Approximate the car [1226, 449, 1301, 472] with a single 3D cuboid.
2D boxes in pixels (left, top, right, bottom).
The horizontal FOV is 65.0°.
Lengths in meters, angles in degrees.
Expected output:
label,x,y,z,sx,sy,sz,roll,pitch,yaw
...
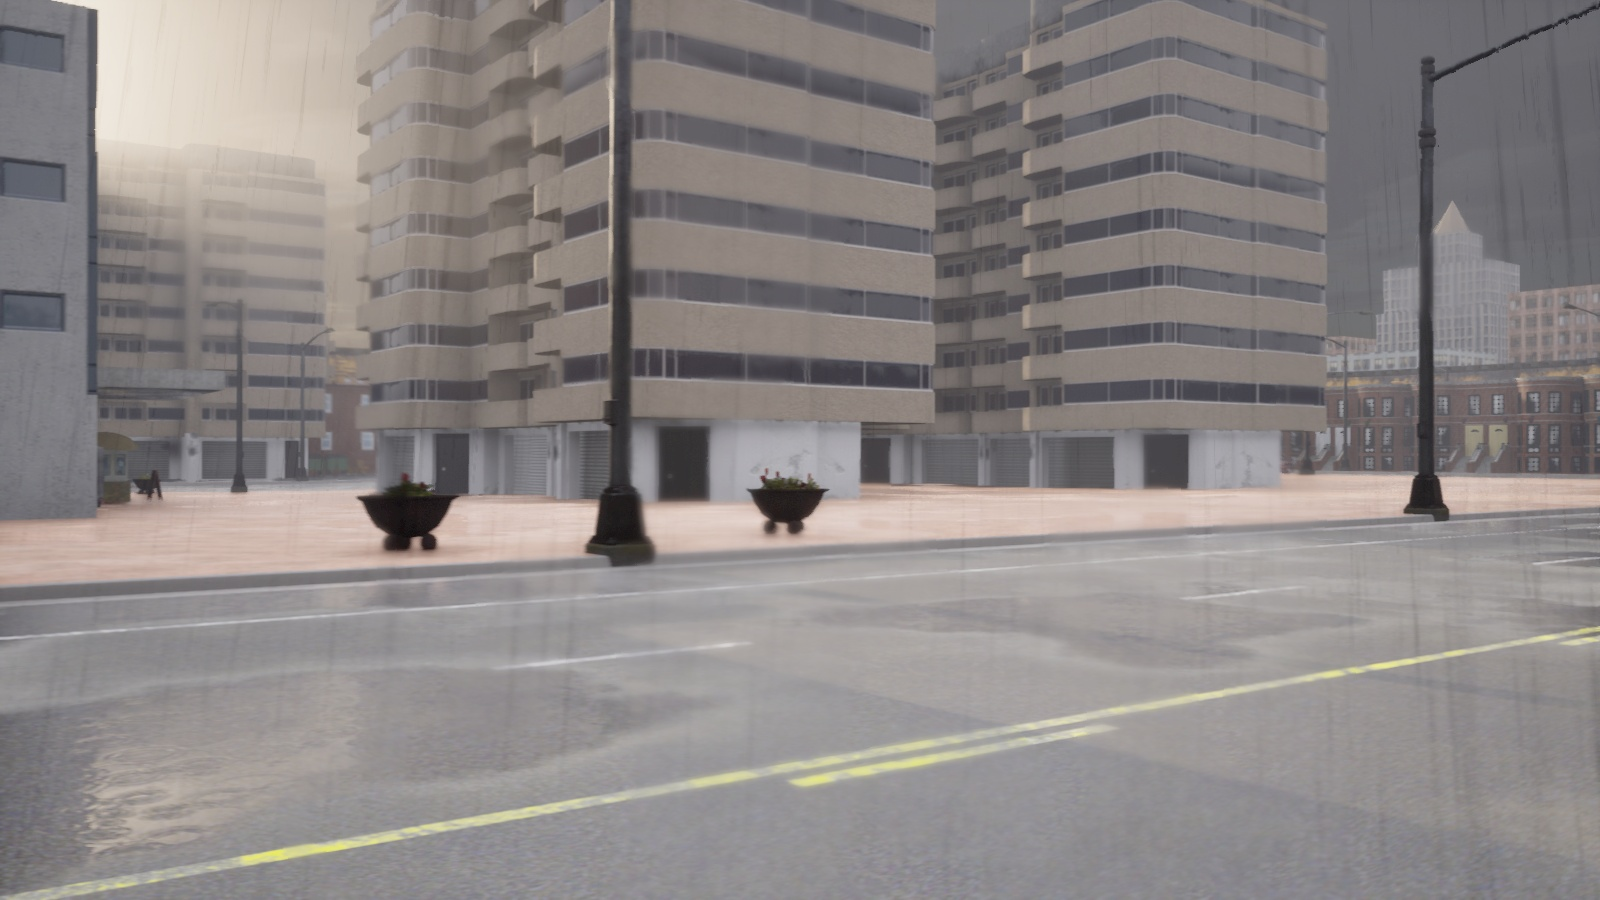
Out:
label,x,y,z,sx,sy,sz,roll,pitch,yaw
car,33.776,0.743,91.612,2.242,1.667,4.611,0,0,-35
